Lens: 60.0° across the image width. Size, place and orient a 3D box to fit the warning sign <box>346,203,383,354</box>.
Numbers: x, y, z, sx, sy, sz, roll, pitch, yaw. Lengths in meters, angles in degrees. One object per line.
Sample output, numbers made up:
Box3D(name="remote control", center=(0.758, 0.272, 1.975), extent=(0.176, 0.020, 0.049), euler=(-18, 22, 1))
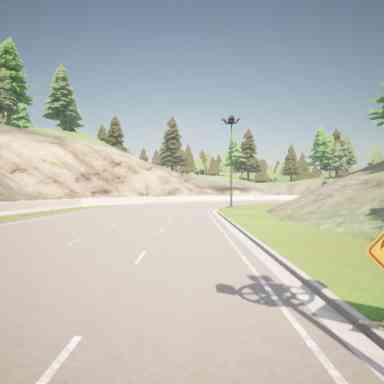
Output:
Box3D(name="warning sign", center=(3.050, 1.099, 4.649), extent=(1.300, 1.860, 1.060), euler=(0, 0, 0))
